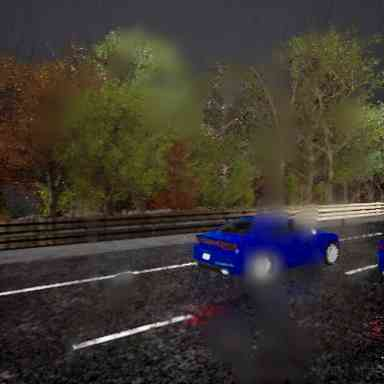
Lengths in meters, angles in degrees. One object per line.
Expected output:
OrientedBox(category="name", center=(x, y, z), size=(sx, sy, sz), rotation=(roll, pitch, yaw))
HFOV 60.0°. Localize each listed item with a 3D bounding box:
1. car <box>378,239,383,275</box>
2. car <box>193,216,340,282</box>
OrientedBox(category="car", center=(6.782, 1.447, 8.654), size=(5.008, 1.535, 1.882), rotation=(0, 0, -36))
OrientedBox(category="car", center=(2.364, 1.456, 9.779), size=(5.008, 1.535, 1.882), rotation=(0, 0, -36))
